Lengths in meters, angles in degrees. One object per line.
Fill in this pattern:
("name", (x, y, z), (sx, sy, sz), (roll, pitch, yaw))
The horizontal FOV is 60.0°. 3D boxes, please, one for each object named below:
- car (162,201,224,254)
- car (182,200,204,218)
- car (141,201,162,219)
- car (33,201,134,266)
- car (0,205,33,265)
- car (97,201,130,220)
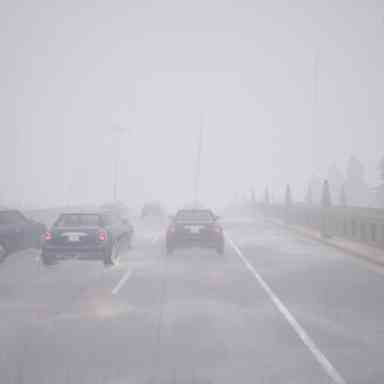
("car", (0.101, 1.363, 13.632), (2.097, 1.767, 4.553), (0, 0, 0))
("car", (0.102, 1.555, 31.563), (1.882, 1.535, 5.008), (0, -1, 0))
("car", (-3.398, 1.552, 29.785), (1.837, 1.490, 4.892), (0, -1, 0))
("car", (-3.400, 1.362, 11.718), (2.097, 1.767, 4.553), (0, 0, 0))
("car", (-6.900, 1.362, 11.779), (2.097, 1.767, 4.553), (0, 0, 0))
("car", (-6.898, 1.553, 29.779), (1.837, 1.490, 4.892), (0, -1, 0))
